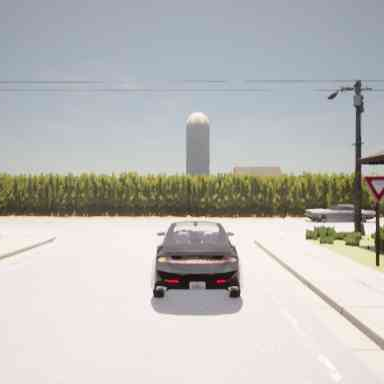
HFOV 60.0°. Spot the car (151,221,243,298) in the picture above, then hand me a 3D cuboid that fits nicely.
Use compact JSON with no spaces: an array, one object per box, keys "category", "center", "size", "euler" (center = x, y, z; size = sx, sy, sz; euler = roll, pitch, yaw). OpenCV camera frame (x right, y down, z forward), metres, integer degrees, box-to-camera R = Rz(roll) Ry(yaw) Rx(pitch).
[{"category":"car","center":[0.098,1.478,8.442],"size":[2.128,1.511,4.902],"euler":[0,0,0]}]

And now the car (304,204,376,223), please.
[{"category":"car","center":[10.893,1.590,24.815],"size":[4.718,1.301,1.895],"euler":[0,0,1]}]
